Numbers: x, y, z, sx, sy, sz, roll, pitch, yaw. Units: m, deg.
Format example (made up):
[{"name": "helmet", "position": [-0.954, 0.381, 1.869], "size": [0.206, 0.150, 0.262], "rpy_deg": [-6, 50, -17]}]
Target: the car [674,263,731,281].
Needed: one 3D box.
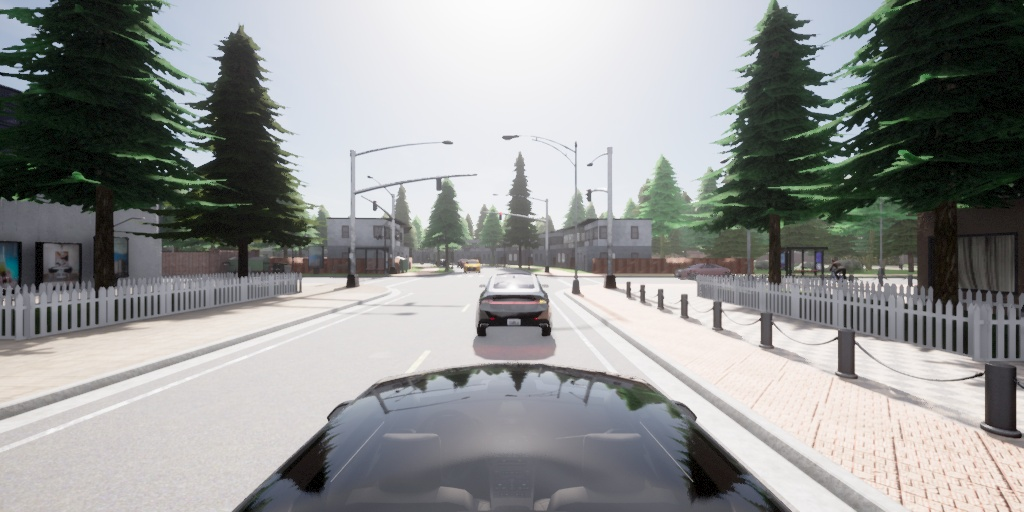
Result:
[{"name": "car", "position": [15.652, 1.293, 29.584], "size": [4.181, 1.385, 1.994], "rpy_deg": [0, 0, 2]}]

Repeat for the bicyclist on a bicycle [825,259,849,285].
[{"name": "bicyclist on a bicycle", "position": [19.886, 1.032, 21.977], "size": [0.582, 1.620, 1.656], "rpy_deg": [0, 0, 2]}]

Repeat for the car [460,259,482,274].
[{"name": "car", "position": [-4.574, 1.186, 41.517], "size": [1.882, 1.535, 5.008], "rpy_deg": [0, 0, -4]}]

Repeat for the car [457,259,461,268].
[{"name": "car", "position": [-7.594, 1.183, 58.057], "size": [1.882, 1.535, 5.008], "rpy_deg": [0, 0, -19]}]

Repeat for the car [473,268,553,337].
[{"name": "car", "position": [0.056, 1.240, 10.291], "size": [2.128, 1.511, 4.902], "rpy_deg": [0, 0, 0]}]
